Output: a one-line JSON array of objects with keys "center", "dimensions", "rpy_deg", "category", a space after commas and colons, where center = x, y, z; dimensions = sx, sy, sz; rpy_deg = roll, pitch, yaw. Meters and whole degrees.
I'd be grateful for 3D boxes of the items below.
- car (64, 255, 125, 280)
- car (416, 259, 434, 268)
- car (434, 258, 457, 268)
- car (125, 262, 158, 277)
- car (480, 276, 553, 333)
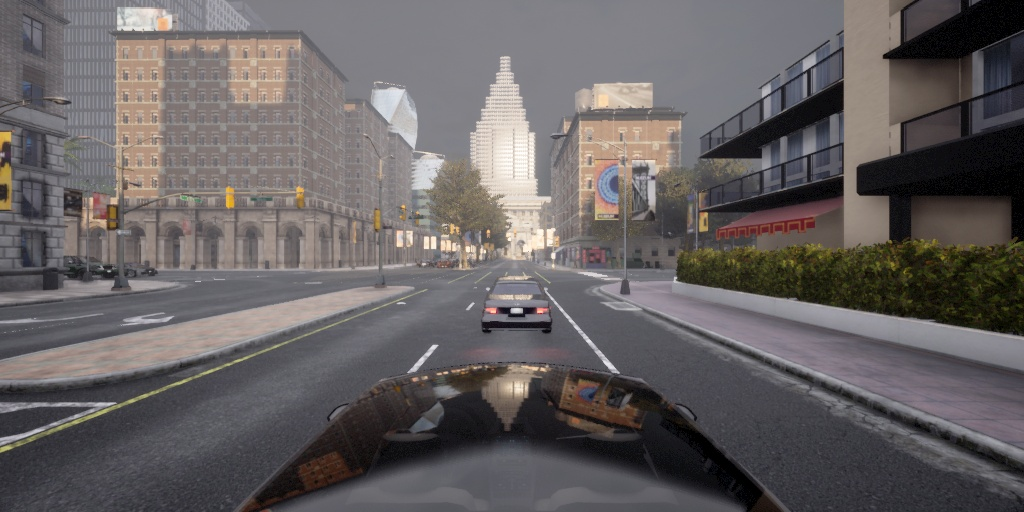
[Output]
[{"center": [-37.615, 0.971, 31.029], "dimensions": [5.566, 2.045, 2.150], "rpy_deg": [0, 0, 0], "category": "car"}, {"center": [-14.535, 1.242, 61.520], "dimensions": [2.128, 1.511, 4.902], "rpy_deg": [0, 0, 1], "category": "car"}, {"center": [-11.065, 1.102, 59.635], "dimensions": [2.097, 1.767, 4.553], "rpy_deg": [0, 0, 1], "category": "car"}, {"center": [-36.838, 1.314, 34.530], "dimensions": [4.181, 1.385, 1.994], "rpy_deg": [0, 0, 0], "category": "car"}, {"center": [0.143, 1.297, 10.709], "dimensions": [2.033, 1.411, 5.357], "rpy_deg": [0, 0, 1], "category": "car"}]
